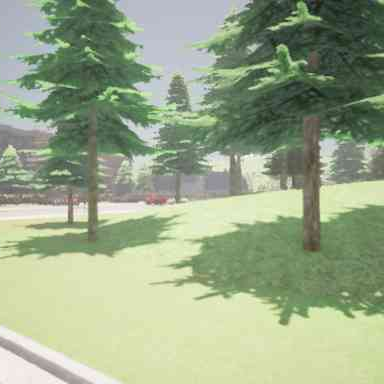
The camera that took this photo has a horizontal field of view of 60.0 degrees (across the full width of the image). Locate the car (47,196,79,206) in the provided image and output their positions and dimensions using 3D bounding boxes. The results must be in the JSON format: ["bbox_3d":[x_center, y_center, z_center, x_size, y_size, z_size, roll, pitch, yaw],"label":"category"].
[{"bbox_3d":[-22.023,1.527,57.655,2.097,1.767,4.553,0,0,35],"label":"car"}]

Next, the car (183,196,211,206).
[{"bbox_3d":[0.960,1.674,58.024,1.994,1.385,4.181,0,0,36],"label":"car"}]

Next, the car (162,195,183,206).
[{"bbox_3d":[-2.694,1.649,58.931,1.812,1.442,4.674,0,0,36],"label":"car"}]

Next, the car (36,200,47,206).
[{"bbox_3d":[-25.138,1.787,59.257,1.895,1.301,4.718,0,0,36],"label":"car"}]

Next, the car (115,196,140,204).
[{"bbox_3d":[-13.143,1.665,70.228,1.837,1.490,4.892,0,0,35],"label":"car"}]

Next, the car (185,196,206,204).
[{"bbox_3d":[0.818,1.613,70.111,2.128,1.511,4.902,0,0,35],"label":"car"}]

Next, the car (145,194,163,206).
[{"bbox_3d":[-6.140,1.357,60.140,2.150,2.045,5.566,0,0,36],"label":"car"}]

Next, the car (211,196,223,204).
[{"bbox_3d":[3.699,1.598,68.123,1.882,1.535,5.008,0,0,35],"label":"car"}]

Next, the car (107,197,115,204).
[{"bbox_3d":[-16.195,1.704,71.972,2.128,1.511,4.902,0,0,35],"label":"car"}]
